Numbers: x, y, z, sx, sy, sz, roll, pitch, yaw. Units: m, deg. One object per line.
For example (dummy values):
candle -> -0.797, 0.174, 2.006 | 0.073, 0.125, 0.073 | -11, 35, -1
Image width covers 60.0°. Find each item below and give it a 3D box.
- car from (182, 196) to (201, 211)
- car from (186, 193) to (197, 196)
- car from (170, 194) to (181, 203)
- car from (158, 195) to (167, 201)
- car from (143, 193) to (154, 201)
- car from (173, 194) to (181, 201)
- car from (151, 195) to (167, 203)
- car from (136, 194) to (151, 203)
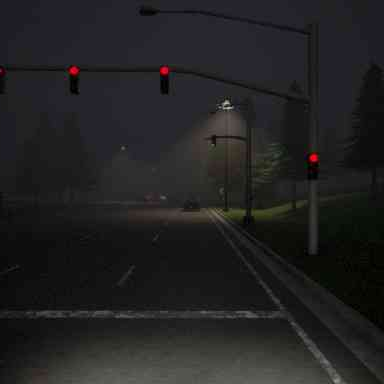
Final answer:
car -> -0.052, 1.526, 39.754 | 1.812, 1.442, 4.674 | 0, 0, 0
car -> -0.092, 1.217, 70.397 | 2.150, 2.045, 5.566 | 0, 0, 0
car -> -3.593, 1.545, 70.779 | 1.994, 1.385, 4.181 | 0, 0, 0
car -> -7.106, 1.356, 80.778 | 1.812, 1.442, 4.674 | 0, 0, 0
car -> -10.606, 1.187, 80.743 | 2.097, 1.767, 4.553 | 0, 0, 0
car -> -3.606, 1.310, 80.782 | 1.882, 1.535, 5.008 | 0, 0, 0
car -> -7.093, 1.587, 70.804 | 1.895, 1.301, 4.718 | 0, 0, 0
car -> -10.592, 1.531, 70.353 | 2.033, 1.411, 5.357 | 0, 0, 0
